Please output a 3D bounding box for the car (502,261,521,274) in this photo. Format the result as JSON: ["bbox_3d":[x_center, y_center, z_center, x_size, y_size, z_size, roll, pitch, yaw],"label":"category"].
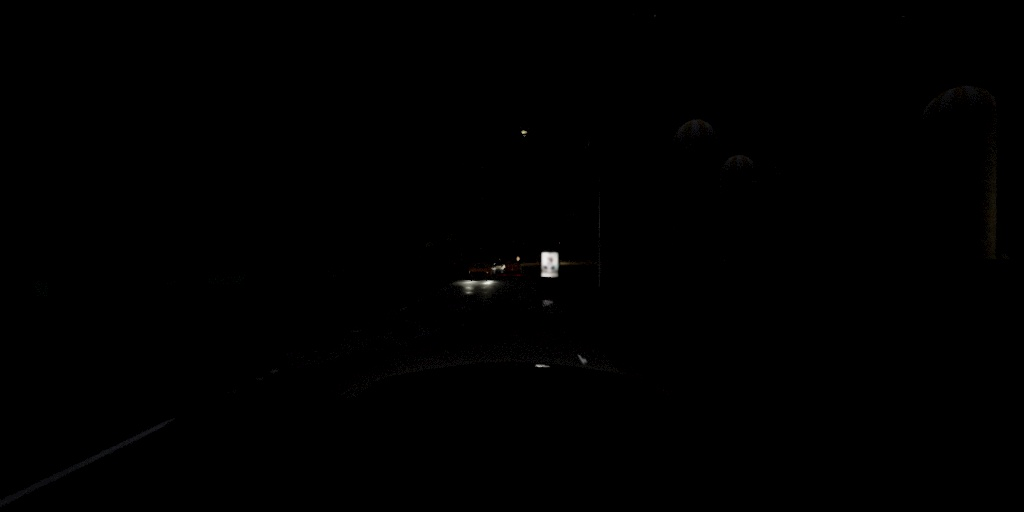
[{"bbox_3d":[0.037,1.405,44.247,1.882,1.535,5.008,0,0,0],"label":"car"}]

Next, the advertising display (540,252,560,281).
[{"bbox_3d":[3.124,0.862,29.887,1.540,2.440,0.280,0,0,0],"label":"advertising display"}]

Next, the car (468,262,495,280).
[{"bbox_3d":[-2.845,1.331,32.621,1.882,1.535,5.008,0,0,0],"label":"car"}]
